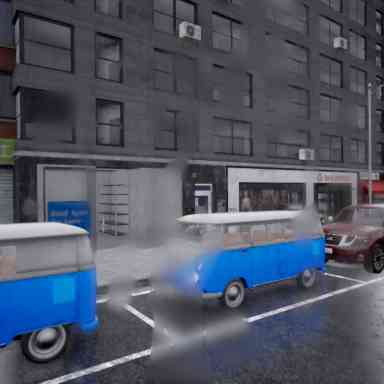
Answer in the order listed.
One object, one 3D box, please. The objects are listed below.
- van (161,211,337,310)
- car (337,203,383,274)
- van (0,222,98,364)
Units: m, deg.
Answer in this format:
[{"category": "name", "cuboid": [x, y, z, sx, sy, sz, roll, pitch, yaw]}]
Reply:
[{"category": "van", "cuboid": [1.292, 1.340, 7.484, 3.998, 1.788, 1.690, 0, -1, -36]}, {"category": "car", "cuboid": [5.830, 1.311, 10.740, 5.009, 1.841, 2.192, 0, -1, -36]}, {"category": "van", "cuboid": [-3.247, 1.341, 4.228, 3.998, 1.788, 1.690, 0, -1, -36]}]
